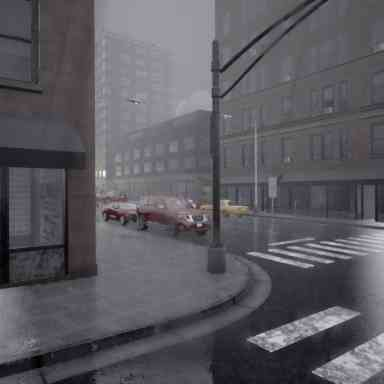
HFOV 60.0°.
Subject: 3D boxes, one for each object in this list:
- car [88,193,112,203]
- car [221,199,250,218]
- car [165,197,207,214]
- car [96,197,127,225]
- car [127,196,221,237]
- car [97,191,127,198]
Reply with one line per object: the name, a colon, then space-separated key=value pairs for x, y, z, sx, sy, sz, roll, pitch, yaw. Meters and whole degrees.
car: x=-13.495 y=0.883 z=48.748 sx=2.008 sy=1.369 sz=4.403 roll=1 pitch=0 yaw=-36
car: x=2.466 y=1.222 z=26.674 sx=1.752 sy=1.417 sz=4.829 roll=1 pitch=0 yaw=-36
car: x=-0.647 y=1.204 z=30.978 sx=1.802 sy=1.307 sz=4.206 roll=1 pitch=0 yaw=-36
car: x=-4.348 y=1.288 z=21.548 sx=1.887 sy=1.381 sz=4.507 roll=1 pitch=0 yaw=-36
car: x=-1.132 y=1.138 z=17.106 sx=2.192 sy=1.841 sz=5.009 roll=1 pitch=0 yaw=-36
car: x=-10.280 y=0.717 z=44.304 sx=2.192 sy=1.841 sz=5.009 roll=1 pitch=0 yaw=-36
